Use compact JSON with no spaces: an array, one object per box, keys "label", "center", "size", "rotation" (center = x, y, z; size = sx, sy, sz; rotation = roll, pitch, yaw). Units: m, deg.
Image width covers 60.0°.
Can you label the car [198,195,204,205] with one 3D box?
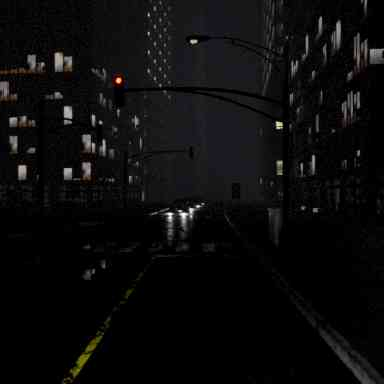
[{"label":"car","center":[0.443,1.294,56.634],"size":[2.097,1.767,4.553],"rotation":[0,0,7]}]

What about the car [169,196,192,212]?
[{"label":"car","center":[-1.448,1.499,37.854],"size":[1.812,1.442,4.674],"rotation":[0,0,5]}]

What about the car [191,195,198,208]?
[{"label":"car","center":[-0.631,1.486,46.819],"size":[1.812,1.442,4.674],"rotation":[0,0,6]}]

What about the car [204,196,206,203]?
[{"label":"car","center":[1.835,1.465,67.100],"size":[2.033,1.411,5.357],"rotation":[0,0,8]}]

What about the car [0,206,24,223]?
[{"label":"car","center":[-16.444,1.854,28.063],"size":[4.403,1.369,2.008],"rotation":[-1,1,10]}]
